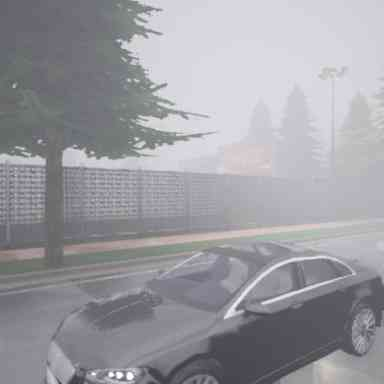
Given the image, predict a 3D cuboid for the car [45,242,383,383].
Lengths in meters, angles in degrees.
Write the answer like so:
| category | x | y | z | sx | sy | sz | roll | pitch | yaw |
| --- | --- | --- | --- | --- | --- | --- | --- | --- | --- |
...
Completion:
| category | x | y | z | sx | sy | sz | roll | pitch | yaw |
| --- | --- | --- | --- | --- | --- | --- | --- | --- | --- |
| car | 0.709 | 1.502 | 4.489 | 4.902 | 1.511 | 2.128 | 0 | 0 | -36 |
